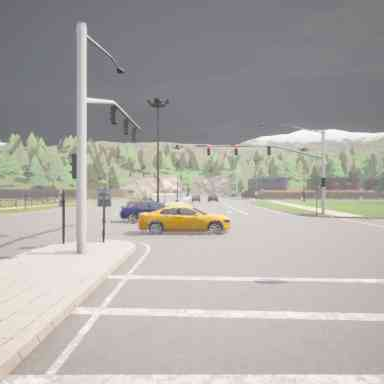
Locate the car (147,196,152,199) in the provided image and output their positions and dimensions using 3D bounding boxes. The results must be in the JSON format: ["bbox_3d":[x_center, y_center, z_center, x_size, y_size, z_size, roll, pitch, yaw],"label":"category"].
[{"bbox_3d":[-7.430,1.491,54.373,2.128,1.511,4.902,0,0,1],"label":"car"}]

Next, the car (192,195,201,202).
[{"bbox_3d":[0.866,1.358,69.850,2.128,1.511,4.902,0,0,1],"label":"car"}]

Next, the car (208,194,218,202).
[{"bbox_3d":[4.366,1.188,69.775,2.097,1.767,4.553,0,0,1],"label":"car"}]

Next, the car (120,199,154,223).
[{"bbox_3d":[-2.862,1.477,25.101,5.008,1.535,1.882,0,0,0],"label":"car"}]

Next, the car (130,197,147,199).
[{"bbox_3d":[-7.577,1.526,44.005,1.812,1.442,4.674,0,0,0],"label":"car"}]

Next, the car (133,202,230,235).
[{"bbox_3d":[-0.422,1.477,18.086,5.008,1.535,1.882,0,0,0],"label":"car"}]
